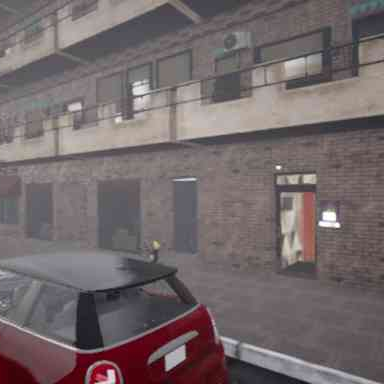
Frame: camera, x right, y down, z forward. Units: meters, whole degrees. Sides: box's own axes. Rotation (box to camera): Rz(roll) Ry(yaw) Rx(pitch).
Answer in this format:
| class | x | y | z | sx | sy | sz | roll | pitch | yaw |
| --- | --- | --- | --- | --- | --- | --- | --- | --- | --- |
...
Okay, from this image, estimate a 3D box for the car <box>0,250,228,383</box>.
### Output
| class | x | y | z | sx | sy | sz | roll | pitch | yaw |
| --- | --- | --- | --- | --- | --- | --- | --- | --- | --- |
| car | -1.719 | 1.430 | 3.966 | 4.097 | 1.590 | 1.967 | 0 | -1 | 36 |
